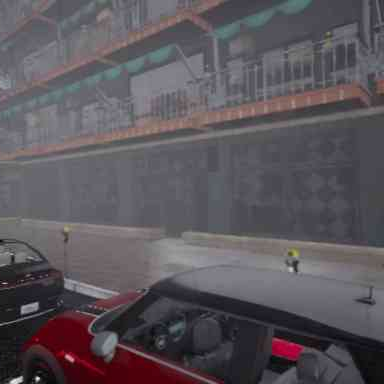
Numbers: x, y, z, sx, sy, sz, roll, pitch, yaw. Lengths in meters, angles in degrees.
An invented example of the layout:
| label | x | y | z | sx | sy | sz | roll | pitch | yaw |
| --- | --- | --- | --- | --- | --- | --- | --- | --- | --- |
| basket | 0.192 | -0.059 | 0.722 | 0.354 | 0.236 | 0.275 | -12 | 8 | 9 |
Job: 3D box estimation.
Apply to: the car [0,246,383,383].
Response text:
| label | x | y | z | sx | sy | sz | roll | pitch | yaw |
| --- | --- | --- | --- | --- | --- | --- | --- | --- | --- |
| car | 0.167 | 1.425 | 3.003 | 4.097 | 1.590 | 1.967 | -1 | 0 | 39 |

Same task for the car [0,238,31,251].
| label | x | y | z | sx | sy | sz | roll | pitch | yaw |
| --- | --- | --- | --- | --- | --- | --- | --- | --- | --- |
| car | -4.214 | 1.595 | 6.546 | 4.403 | 1.369 | 2.008 | -1 | 0 | 39 |
